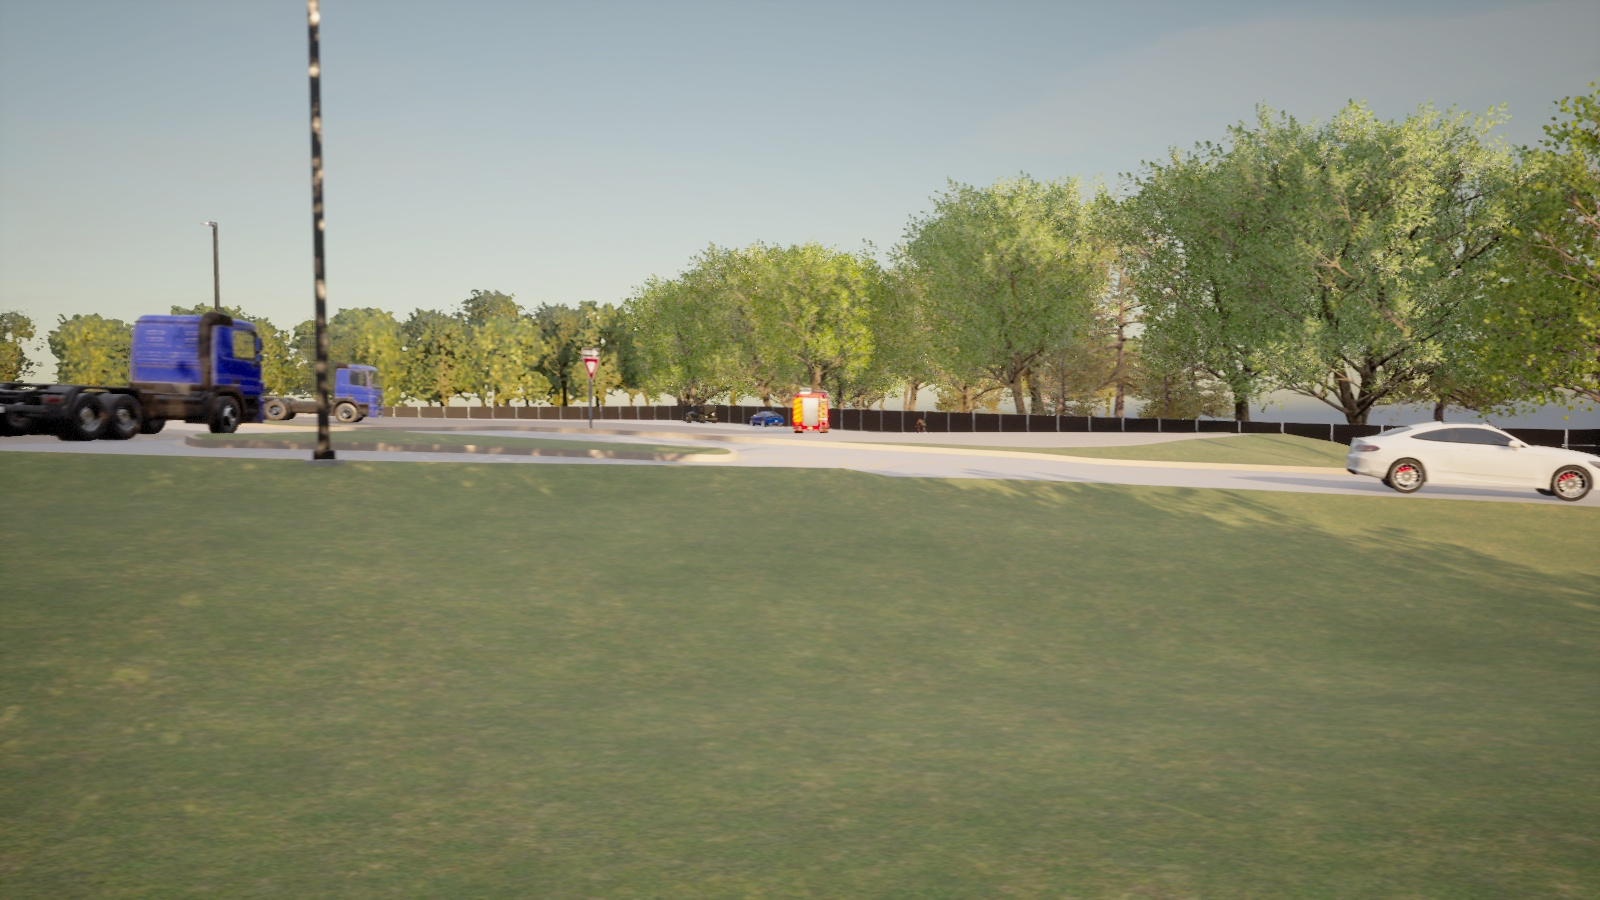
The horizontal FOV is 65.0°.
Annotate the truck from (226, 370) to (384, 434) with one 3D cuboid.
[{"bbox_3d":[-28.233,-2.726,71.962,7.936,3.462,2.891,1,2,-9],"label":"truck"}]

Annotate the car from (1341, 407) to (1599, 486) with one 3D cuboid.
[{"bbox_3d":[13.463,-0.122,25.142,4.674,1.442,1.812,1,2,19],"label":"car"}]

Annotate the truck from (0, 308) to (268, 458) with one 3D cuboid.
[{"bbox_3d":[-17.802,-1.685,33.056,2.891,3.462,7.936,1,2,13],"label":"truck"}]
